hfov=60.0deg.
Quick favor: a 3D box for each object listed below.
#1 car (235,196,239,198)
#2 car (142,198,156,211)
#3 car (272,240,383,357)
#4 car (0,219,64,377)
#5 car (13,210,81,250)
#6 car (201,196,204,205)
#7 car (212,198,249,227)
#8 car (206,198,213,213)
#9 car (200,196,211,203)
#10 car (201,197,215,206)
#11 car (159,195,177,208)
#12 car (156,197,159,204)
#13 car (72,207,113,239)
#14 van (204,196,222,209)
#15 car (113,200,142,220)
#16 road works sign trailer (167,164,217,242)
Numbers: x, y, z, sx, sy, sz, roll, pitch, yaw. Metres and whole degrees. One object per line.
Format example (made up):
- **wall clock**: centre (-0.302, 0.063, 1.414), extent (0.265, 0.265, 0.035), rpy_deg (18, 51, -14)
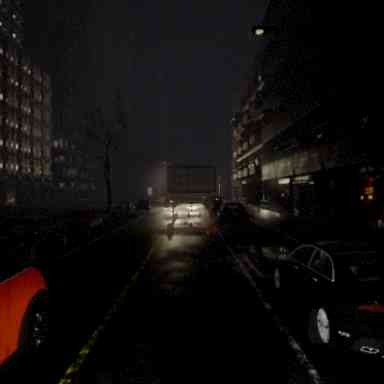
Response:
- **car**: centre (13.361, 1.328, 86.291), extent (4.403, 1.369, 2.008), rpy_deg (-1, 1, -1)
- **car**: centre (-5.721, 1.559, 39.208), extent (1.802, 1.307, 4.206), rpy_deg (0, 0, 0)
- **car**: centre (2.685, 1.545, 6.018), extent (2.008, 1.369, 4.403), rpy_deg (0, 0, 0)
- **car**: centre (-3.102, 1.349, 2.937), extent (2.097, 1.767, 4.553), rpy_deg (0, 0, 0)
- **car**: centre (-5.700, 1.540, 11.544), extent (2.008, 1.369, 4.403), rpy_deg (0, 0, 0)
- **car**: centre (2.655, 1.416, 44.746), extent (1.967, 1.590, 4.097), rpy_deg (0, 0, 0)
- **car**: centre (2.672, 1.422, 22.615), extent (1.967, 1.590, 4.097), rpy_deg (0, 0, 0)
- **car**: centre (2.664, 1.560, 33.681), extent (1.802, 1.307, 4.206), rpy_deg (0, 0, 0)
- **car**: centre (2.639, 1.527, 66.877), extent (2.008, 1.369, 4.403), rpy_deg (0, 0, 0)
- **car**: centre (2.647, 1.525, 55.811), extent (2.008, 1.369, 4.403), rpy_deg (0, 0, 0)
- **car**: centre (-3.111, 1.523, 47.803), extent (2.033, 1.411, 5.357), rpy_deg (0, 0, 0)
- **car**: centre (-5.733, 1.500, 55.635), extent (1.752, 1.417, 4.829), rpy_deg (0, 0, 0)
- **car**: centre (-5.704, 1.530, 17.076), extent (1.887, 1.381, 4.507), rpy_deg (0, 0, 0)
- **van**: centre (2.660, 1.318, 39.213), extent (1.690, 1.788, 3.998), rpy_deg (0, 0, 0)
- **car**: centre (-5.712, 1.505, 27.972), extent (1.752, 1.417, 4.829), rpy_deg (0, 0, 0)
- **road works sign trailer**: centre (-0.013, 0.450, 16.281), extent (2.380, 3.560, 2.880), rpy_deg (0, 0, 0)
